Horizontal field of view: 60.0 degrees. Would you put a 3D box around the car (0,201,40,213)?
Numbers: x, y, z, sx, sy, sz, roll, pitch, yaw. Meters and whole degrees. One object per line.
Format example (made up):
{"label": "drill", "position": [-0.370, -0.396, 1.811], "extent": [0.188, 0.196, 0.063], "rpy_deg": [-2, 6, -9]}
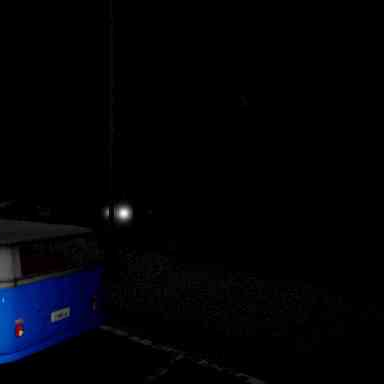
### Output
{"label": "car", "position": [-15.406, 1.517, 28.504], "extent": [1.812, 1.442, 4.674], "rpy_deg": [0, 0, 33]}

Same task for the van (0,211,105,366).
{"label": "van", "position": [-3.196, 1.341, 5.357], "extent": [3.998, 1.788, 1.690], "rpy_deg": [0, 0, 36]}
